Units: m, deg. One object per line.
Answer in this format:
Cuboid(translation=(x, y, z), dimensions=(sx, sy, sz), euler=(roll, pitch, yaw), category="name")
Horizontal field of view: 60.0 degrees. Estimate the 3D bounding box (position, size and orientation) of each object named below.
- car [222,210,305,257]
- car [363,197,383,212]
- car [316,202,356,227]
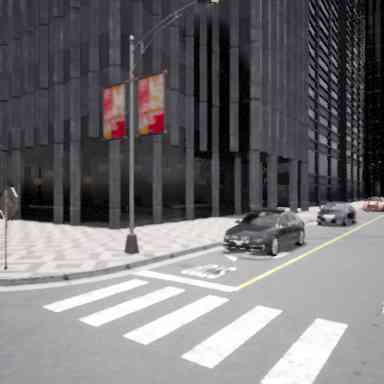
Cuboid(translation=(3.002, 1.497, 13.231), dimensions=(1.837, 1.490, 4.892), euler=(0, 0, 36), category="car")
Cuboid(translation=(21.435, 1.353, 38.884), dimensions=(2.097, 1.767, 4.553), euler=(0, 0, 36), category="car")
Cuboid(translation=(10.078, 1.488, 23.108), dimensions=(2.128, 1.511, 4.902), euler=(0, 0, 36), category="car")
